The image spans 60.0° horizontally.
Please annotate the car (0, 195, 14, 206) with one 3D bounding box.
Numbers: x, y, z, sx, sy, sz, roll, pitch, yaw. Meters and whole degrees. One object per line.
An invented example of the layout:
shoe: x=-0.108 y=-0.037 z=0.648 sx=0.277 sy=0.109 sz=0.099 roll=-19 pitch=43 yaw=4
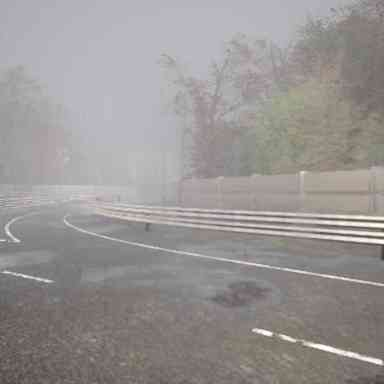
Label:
car: x=-25.205 y=1.201 z=43.370 sx=2.097 sy=1.767 sz=4.553 roll=0 pitch=0 yaw=39
